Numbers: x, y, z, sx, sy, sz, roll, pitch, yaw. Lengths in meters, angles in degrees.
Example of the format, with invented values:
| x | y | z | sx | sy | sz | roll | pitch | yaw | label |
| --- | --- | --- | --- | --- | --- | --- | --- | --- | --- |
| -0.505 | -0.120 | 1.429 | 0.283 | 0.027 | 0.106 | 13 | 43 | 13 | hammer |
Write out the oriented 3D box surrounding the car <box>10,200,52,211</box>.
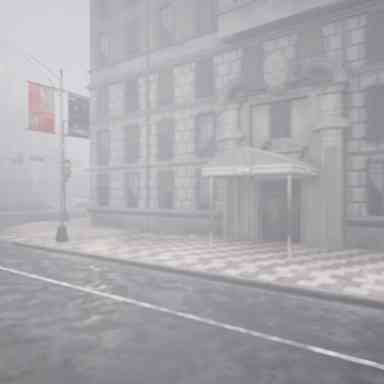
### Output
| x | y | z | sx | sy | sz | roll | pitch | yaw | label |
| --- | --- | --- | --- | --- | --- | --- | --- | --- | --- |
| -19.732 | 1.706 | 41.504 | 1.994 | 1.385 | 4.181 | 0 | 0 | 35 | car |

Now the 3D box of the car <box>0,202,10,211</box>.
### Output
| x | y | z | sx | sy | sz | roll | pitch | yaw | label |
| --- | --- | --- | --- | --- | --- | --- | --- | --- | --- |
| -22.532 | 1.702 | 43.606 | 2.033 | 1.411 | 5.357 | 0 | 0 | 36 | car |

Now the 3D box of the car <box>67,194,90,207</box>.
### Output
| x | y | z | sx | sy | sz | roll | pitch | yaw | label |
| --- | --- | --- | --- | --- | --- | --- | --- | --- | --- |
| -16.607 | 1.375 | 51.872 | 2.150 | 2.045 | 5.566 | 0 | 0 | 36 | car |

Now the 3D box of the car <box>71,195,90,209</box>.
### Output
| x | y | z | sx | sy | sz | roll | pitch | yaw | label |
| --- | --- | --- | --- | --- | --- | --- | --- | --- | --- |
| -14.615 | 1.619 | 48.648 | 1.882 | 1.535 | 5.008 | 0 | 0 | 36 | car |
